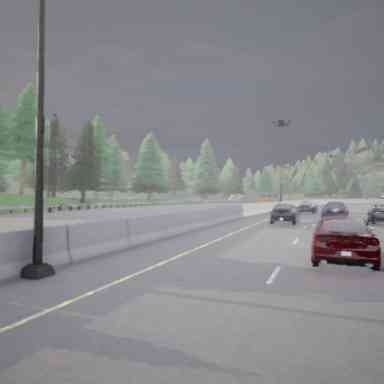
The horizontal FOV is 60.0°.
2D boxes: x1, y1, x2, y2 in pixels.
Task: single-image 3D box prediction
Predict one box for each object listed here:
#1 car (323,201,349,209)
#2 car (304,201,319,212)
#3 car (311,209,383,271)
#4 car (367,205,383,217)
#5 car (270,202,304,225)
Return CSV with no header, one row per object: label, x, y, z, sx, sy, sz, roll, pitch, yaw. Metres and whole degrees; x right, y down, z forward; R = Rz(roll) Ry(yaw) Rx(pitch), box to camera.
car,12.684,1.617,29.397,2.097,1.767,4.553,1,0,24
car,14.047,1.845,40.138,1.812,1.442,4.674,1,0,27
car,5.226,1.583,11.556,1.882,1.535,5.008,1,0,22
car,15.338,1.783,26.790,2.128,1.511,4.902,1,0,24
car,7.338,1.688,25.937,1.837,1.490,4.892,1,0,23
